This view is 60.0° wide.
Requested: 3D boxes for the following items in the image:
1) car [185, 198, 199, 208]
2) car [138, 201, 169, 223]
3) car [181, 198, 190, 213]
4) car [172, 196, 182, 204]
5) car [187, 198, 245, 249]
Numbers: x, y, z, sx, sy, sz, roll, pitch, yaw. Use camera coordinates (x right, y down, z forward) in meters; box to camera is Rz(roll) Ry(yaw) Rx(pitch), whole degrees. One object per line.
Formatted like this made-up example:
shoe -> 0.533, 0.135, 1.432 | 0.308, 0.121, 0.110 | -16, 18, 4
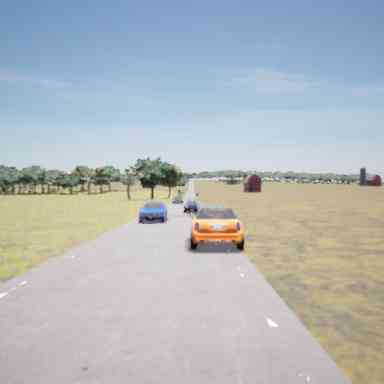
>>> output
car -> 0.005, 1.637, 51.134 | 2.033, 1.411, 5.357 | 0, 0, 0
car -> -2.844, 1.470, 25.273 | 1.882, 1.535, 5.008 | 0, 0, 0
car -> 0.049, 1.627, 37.920 | 1.895, 1.301, 4.718 | 0, 0, 1
car -> -2.755, 1.546, 65.925 | 2.097, 1.767, 4.553 | 0, 0, 0
car -> 0.964, 1.340, 14.533 | 2.097, 1.767, 4.553 | 0, 0, 0
